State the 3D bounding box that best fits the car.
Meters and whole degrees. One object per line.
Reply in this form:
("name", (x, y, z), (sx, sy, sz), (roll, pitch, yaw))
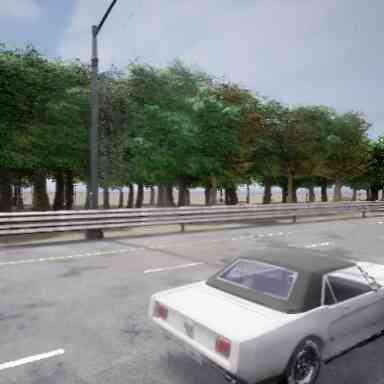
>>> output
("car", (1.832, 1.602, 5.179), (4.718, 1.301, 1.895), (0, 0, -35))
